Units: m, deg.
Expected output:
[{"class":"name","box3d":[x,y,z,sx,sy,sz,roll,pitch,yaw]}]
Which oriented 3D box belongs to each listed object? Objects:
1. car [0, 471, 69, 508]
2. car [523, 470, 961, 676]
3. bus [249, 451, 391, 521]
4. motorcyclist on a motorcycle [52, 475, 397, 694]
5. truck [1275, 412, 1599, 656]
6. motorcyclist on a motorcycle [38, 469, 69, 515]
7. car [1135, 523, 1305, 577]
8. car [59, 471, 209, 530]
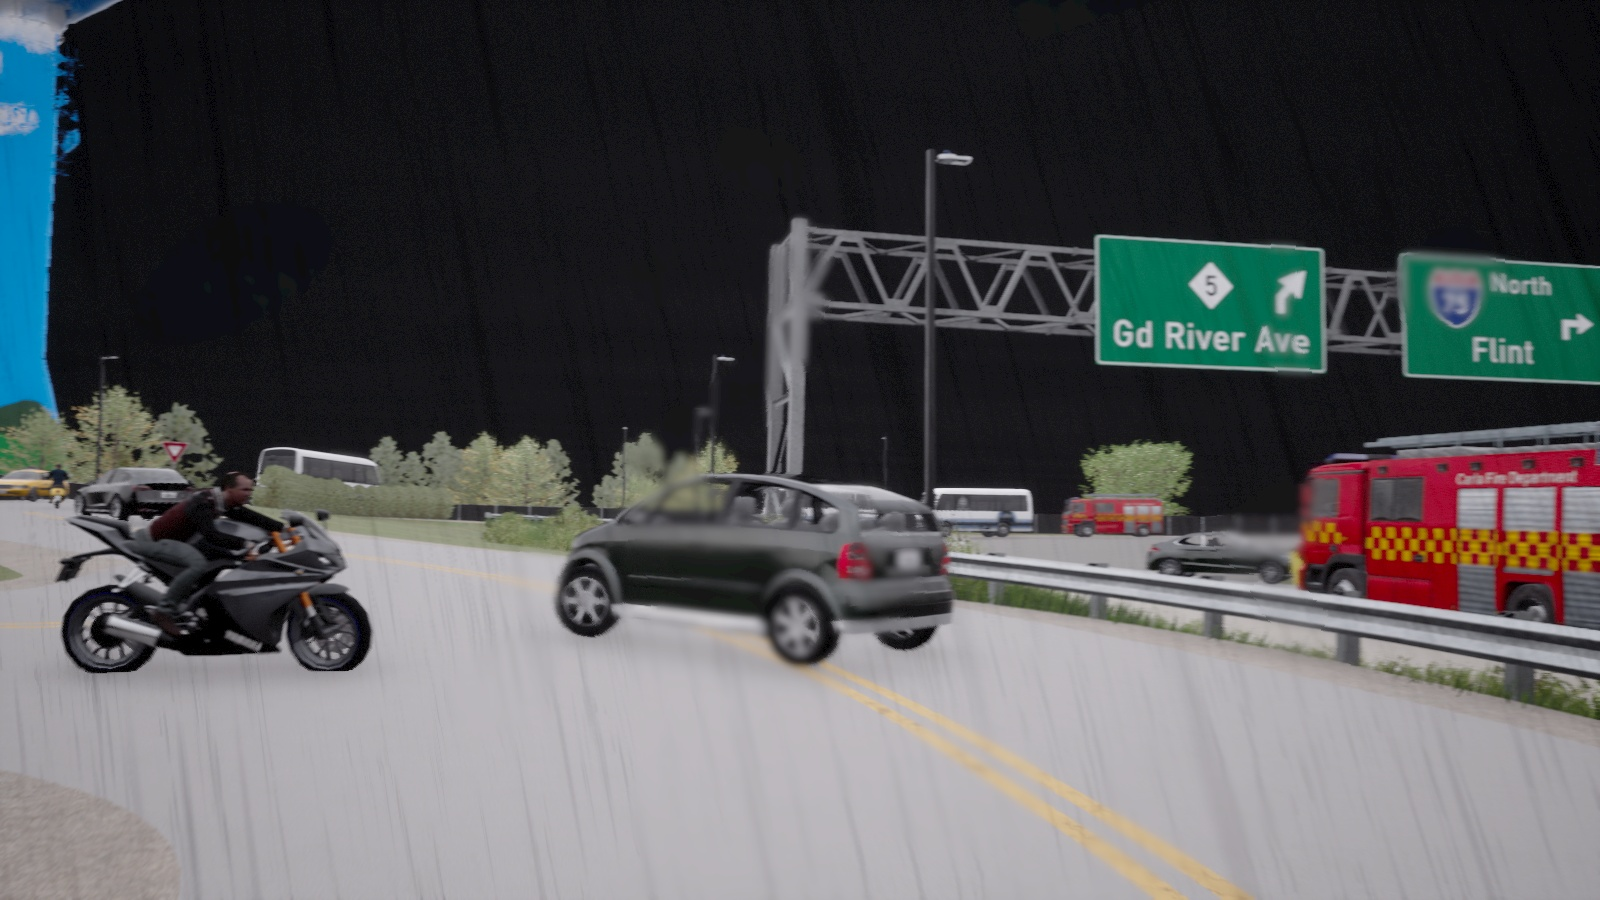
[{"class":"car","box3d":[-34.906,1.789,56.522,1.801,1.575,5.366,1,-2,-11]},{"class":"car","box3d":[-0.606,1.000,11.538,3.705,1.549,1.789,0,-2,38]},{"class":"bus","box3d":[-33.570,2.673,88.484,3.944,4.253,10.273,0,-5,15]},{"class":"motorcyclist on a motorcycle","box3d":[-4.257,0.972,9.445,2.191,1.530,0.866,0,0,-5]},{"class":"truck","box3d":[12.905,1.526,24.168,2.891,3.827,8.468,1,-3,-12]},{"class":"motorcyclist on a motorcycle","box3d":[-26.286,1.465,44.224,0.866,1.590,1.817,2,-2,-32]},{"class":"car","box3d":[14.121,3.325,42.305,5.027,1.651,2.152,-2,-3,32]},{"class":"car","box3d":[-18.288,1.358,34.398,4.792,1.488,2.163,-1,-3,44]}]
